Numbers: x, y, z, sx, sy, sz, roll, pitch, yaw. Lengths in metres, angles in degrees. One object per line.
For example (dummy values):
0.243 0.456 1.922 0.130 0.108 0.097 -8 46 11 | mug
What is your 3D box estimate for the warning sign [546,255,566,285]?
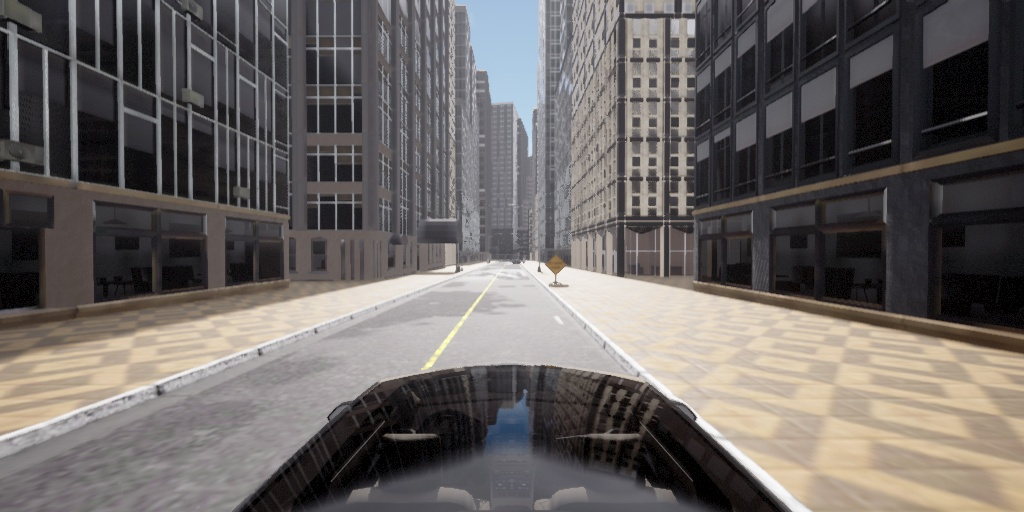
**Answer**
2.717 0.837 22.332 1.300 1.860 1.060 0 0 0 | warning sign
